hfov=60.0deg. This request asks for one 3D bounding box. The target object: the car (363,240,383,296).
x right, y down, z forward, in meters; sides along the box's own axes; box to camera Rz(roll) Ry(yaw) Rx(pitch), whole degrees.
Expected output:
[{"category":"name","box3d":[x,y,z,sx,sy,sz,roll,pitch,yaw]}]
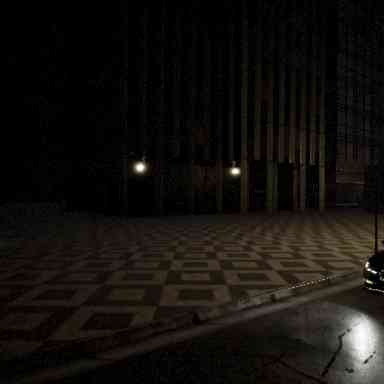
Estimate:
[{"category":"car","box3d":[5.766,1.506,7.495,4.892,1.490,1.837,1,0,-36]}]
